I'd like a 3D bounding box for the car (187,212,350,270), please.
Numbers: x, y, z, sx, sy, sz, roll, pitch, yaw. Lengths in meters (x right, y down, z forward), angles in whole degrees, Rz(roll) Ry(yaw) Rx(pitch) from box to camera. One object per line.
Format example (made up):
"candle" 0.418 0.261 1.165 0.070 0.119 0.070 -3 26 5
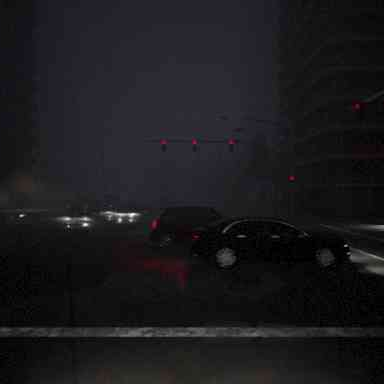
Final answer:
"car" 2.359 1.505 10.484 4.892 1.490 1.837 0 0 0

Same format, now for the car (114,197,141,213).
"car" -7.032 1.564 37.480 1.994 1.385 4.181 0 0 1

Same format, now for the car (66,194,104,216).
"car" -10.563 1.352 32.528 2.097 1.767 4.553 0 0 0

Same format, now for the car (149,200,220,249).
"car" 0.540 1.352 13.975 4.553 1.767 2.097 0 0 0

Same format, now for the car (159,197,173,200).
"car" -4.583 1.587 58.871 1.895 1.301 4.718 0 0 -27

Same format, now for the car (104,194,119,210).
"car" -10.542 1.221 42.118 2.150 2.045 5.566 0 0 0
